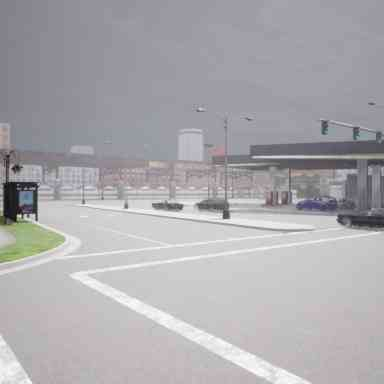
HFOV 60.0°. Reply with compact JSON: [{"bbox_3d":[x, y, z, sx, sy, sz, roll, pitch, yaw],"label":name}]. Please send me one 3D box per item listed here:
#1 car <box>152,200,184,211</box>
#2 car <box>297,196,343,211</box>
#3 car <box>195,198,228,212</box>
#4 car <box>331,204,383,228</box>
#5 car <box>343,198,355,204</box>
[{"bbox_3d":[-3.010,1.601,40.218,1.895,1.301,4.718,0,0,-35],"label":"car"},{"bbox_3d":[14.306,1.295,38.319,2.242,1.667,4.611,0,0,-35],"label":"car"},{"bbox_3d":[2.200,1.504,38.870,1.837,1.490,4.892,0,0,-35],"label":"car"},{"bbox_3d":[11.186,1.601,19.889,1.895,1.301,4.718,0,0,-35],"label":"car"},{"bbox_3d":[18.580,1.455,42.233,1.970,1.475,3.806,0,0,-35],"label":"car"}]
